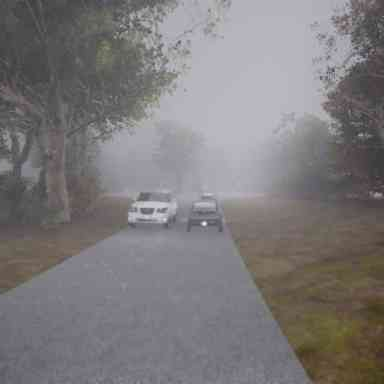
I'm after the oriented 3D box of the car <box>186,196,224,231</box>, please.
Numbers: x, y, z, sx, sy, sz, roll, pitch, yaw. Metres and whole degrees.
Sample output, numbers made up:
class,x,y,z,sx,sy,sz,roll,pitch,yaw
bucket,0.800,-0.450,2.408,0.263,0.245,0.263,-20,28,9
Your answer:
class,x,y,z,sx,sy,sz,roll,pitch,yaw
car,0.715,1.211,18.342,1.837,1.490,4.892,0,1,3

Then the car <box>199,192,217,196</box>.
class,x,y,z,sx,sy,sz,roll,pitch,yaw
car,1.731,0.709,35.710,1.812,1.442,4.674,0,2,3

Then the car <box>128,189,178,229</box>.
class,x,y,z,sx,sy,sz,roll,pitch,yaw
car,-2.113,0.873,19.533,2.150,2.045,5.566,1,1,4
